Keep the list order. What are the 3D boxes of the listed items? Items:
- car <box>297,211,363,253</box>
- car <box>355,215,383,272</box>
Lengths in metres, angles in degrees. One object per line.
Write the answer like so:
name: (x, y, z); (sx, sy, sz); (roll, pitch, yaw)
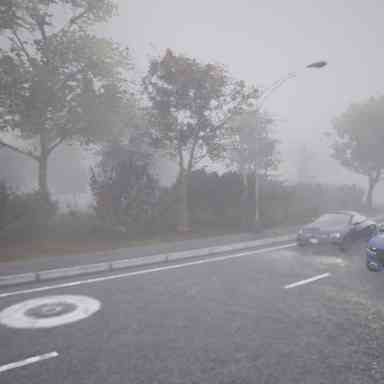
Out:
car: (6.202, 1.542, 13.937); (4.674, 1.442, 1.812); (0, 0, -44)
car: (6.916, 1.486, 9.883); (5.008, 1.535, 1.882); (0, 0, -42)
